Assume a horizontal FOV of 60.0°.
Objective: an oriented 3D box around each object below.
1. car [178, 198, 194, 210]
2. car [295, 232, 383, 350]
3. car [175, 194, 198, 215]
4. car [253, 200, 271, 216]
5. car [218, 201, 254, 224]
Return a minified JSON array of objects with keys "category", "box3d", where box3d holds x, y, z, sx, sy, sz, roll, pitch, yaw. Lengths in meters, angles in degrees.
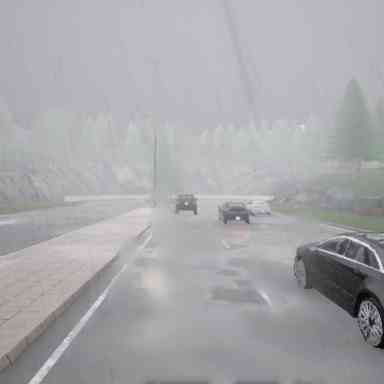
[{"category":"car","box3d":[-0.766,1.547,44.521,2.033,1.411,5.357,0,0,-1]},{"category":"car","box3d":[3.450,1.491,6.228,2.128,1.511,4.902,0,0,-1]},{"category":"car","box3d":[-0.587,1.221,34.337,2.150,2.045,5.566,0,0,-1]},{"category":"car","box3d":[6.449,1.525,32.718,1.812,1.442,4.674,0,0,-1]},{"category":"car","box3d":[3.094,1.506,25.090,1.837,1.490,4.892,0,0,-1]}]
